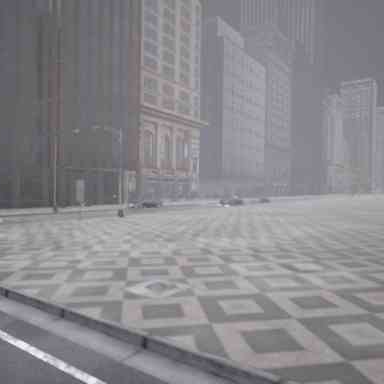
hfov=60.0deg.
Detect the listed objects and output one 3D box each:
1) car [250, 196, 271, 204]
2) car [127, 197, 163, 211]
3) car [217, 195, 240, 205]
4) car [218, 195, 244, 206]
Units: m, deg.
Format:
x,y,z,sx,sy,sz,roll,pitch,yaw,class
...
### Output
x,y,z,sx,sy,sz,roll,pitch,yaw,class
11.899,1.325,57.945,2.033,1.411,5.357,1,1,35,car
-5.409,1.320,38.834,2.128,1.511,4.902,1,1,35,car
6.079,1.290,54.910,1.812,1.442,4.674,1,1,35,car
6.022,1.314,49.542,2.128,1.511,4.902,1,1,36,car
